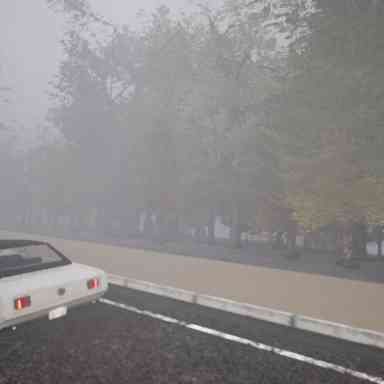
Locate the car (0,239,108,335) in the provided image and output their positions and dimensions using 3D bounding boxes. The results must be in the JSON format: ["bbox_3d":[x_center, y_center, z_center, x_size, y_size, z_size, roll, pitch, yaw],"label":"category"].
[{"bbox_3d":[-3.904,1.594,6.487,4.718,1.301,1.895,0,0,35],"label":"car"}]
